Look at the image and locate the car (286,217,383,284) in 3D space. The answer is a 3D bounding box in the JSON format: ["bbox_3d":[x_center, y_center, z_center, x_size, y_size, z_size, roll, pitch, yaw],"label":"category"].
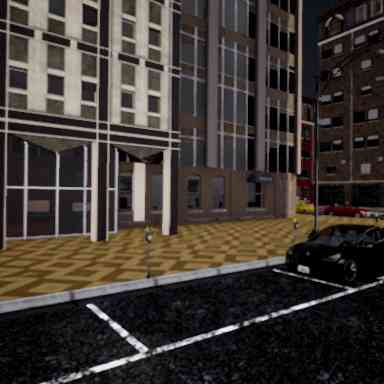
[{"bbox_3d":[4.672,1.651,9.900,4.313,1.339,1.947,1,0,-36],"label":"car"}]

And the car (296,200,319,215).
[{"bbox_3d":[11.526,1.736,36.031,1.752,1.417,4.829,1,-1,-36],"label":"car"}]

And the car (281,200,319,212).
[{"bbox_3d":[14.826,1.842,45.797,1.752,1.417,4.829,1,-1,-36],"label":"car"}]

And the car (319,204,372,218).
[{"bbox_3d":[14.730,1.803,31.570,1.802,1.307,4.206,1,-1,-36],"label":"car"}]
